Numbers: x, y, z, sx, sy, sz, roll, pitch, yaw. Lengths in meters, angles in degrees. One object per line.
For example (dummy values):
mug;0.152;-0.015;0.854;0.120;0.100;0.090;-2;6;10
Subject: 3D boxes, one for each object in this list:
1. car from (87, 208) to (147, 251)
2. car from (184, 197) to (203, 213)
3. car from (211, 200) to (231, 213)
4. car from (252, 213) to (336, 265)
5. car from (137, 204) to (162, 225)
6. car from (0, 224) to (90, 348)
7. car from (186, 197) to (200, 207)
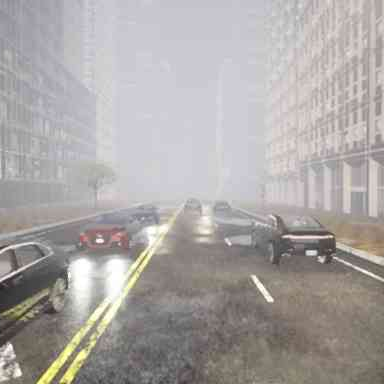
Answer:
car;-3.317;1.563;13.976;1.994;1.385;4.181;0;0;0
car;0.116;1.488;36.370;2.128;1.511;4.902;0;0;0
car;3.295;1.563;37.721;1.994;1.385;4.181;0;0;0
car;3.356;1.492;11.751;2.128;1.511;4.902;0;0;0
car;-3.241;1.563;24.002;1.994;1.385;4.181;0;0;0
car;-3.341;1.490;4.765;2.128;1.511;4.902;0;0;0
car;0.122;1.539;51.059;2.033;1.411;5.357;0;0;0
